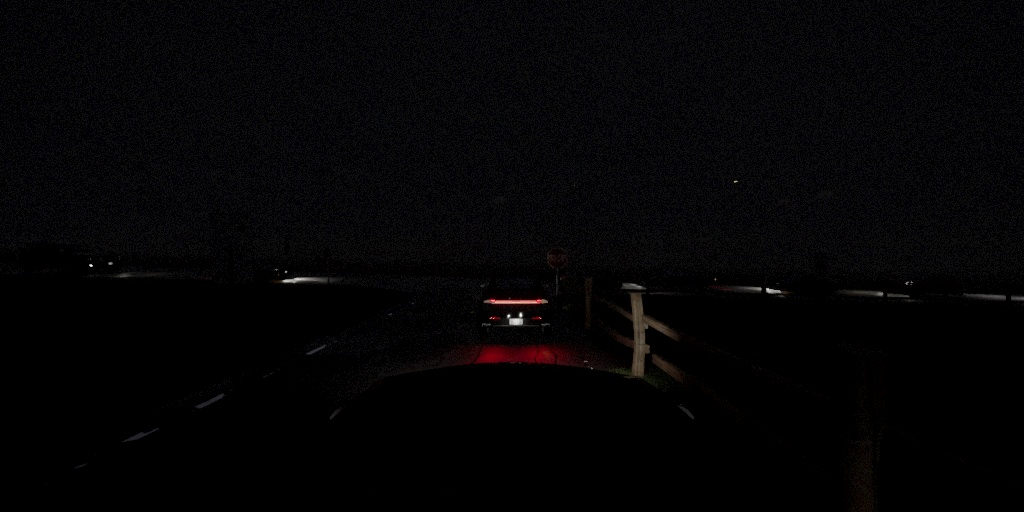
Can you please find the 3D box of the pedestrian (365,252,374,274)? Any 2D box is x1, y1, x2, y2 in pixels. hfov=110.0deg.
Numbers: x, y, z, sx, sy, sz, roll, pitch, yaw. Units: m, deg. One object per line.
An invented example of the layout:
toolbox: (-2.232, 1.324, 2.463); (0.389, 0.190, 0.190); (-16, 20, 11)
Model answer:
pedestrian: (-12.092, 0.529, 30.438); (0.375, 1.860, 0.375); (0, 1, 0)

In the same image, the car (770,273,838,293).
car: (22.191, 1.971, 27.335); (4.181, 1.385, 1.994); (2, 3, 0)

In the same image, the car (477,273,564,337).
car: (0.076, 1.234, 10.328); (2.128, 1.511, 4.902); (0, 0, 0)

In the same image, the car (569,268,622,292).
car: (5.317, 1.584, 24.454); (4.181, 1.385, 1.994); (2, 3, 0)

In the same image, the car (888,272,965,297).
car: (31.264, 2.038, 27.295); (4.553, 1.767, 2.097); (2, 3, 0)

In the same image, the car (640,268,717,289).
car: (12.675, 1.658, 27.362); (5.357, 1.411, 2.033); (2, 3, 0)

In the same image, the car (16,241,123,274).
car: (-30.180, 0.075, 24.521); (5.566, 2.045, 2.150); (2, 3, 1)

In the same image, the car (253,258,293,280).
car: (-17.434, 0.840, 24.498); (4.181, 1.385, 1.994); (2, 3, 0)
